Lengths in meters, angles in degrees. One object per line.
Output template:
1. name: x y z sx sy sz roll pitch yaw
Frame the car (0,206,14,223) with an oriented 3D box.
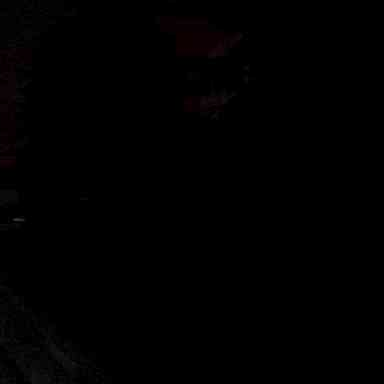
1. car: -17.310 1.938 29.467 1.812 1.442 4.674 1 -1 -14

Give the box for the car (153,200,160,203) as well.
1. car: -8.009 3.139 80.900 3.633 1.501 1.845 1 -1 -13

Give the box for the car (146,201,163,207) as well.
1. car: -10.221 3.313 90.643 4.514 1.523 2.007 1 -1 -13

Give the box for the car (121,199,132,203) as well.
1. car: -12.055 2.693 64.590 4.514 1.523 2.007 1 -1 -13
